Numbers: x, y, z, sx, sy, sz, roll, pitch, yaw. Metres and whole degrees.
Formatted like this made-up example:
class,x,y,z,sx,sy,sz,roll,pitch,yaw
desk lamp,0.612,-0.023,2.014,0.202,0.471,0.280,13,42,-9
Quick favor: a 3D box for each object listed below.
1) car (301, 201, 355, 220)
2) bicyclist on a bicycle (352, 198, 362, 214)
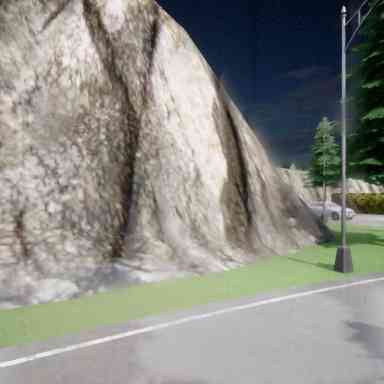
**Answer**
class,x,y,z,sx,sy,sz,roll,pitch,yaw
car,11.332,1.526,27.991,1.812,1.442,4.674,0,0,-28
bicyclist on a bicycle,16.507,1.453,33.370,1.656,1.620,0.582,0,0,-28
